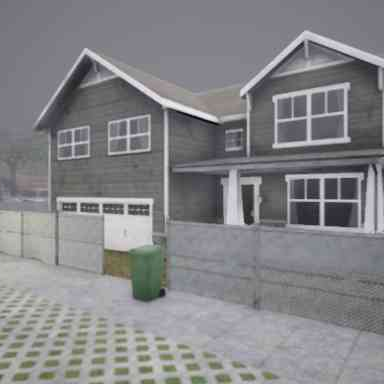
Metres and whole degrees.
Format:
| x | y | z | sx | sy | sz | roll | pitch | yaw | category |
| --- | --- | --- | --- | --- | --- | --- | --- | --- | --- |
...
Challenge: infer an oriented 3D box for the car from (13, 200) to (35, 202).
| x | y | z | sx | sy | sz | roll | pitch | yaw | category |
| --- | --- | --- | --- | --- | --- | --- | --- | --- | --- |
| -20.452 | 1.701 | 39.739 | 1.837 | 1.490 | 4.892 | 0 | 0 | 21 | car |
